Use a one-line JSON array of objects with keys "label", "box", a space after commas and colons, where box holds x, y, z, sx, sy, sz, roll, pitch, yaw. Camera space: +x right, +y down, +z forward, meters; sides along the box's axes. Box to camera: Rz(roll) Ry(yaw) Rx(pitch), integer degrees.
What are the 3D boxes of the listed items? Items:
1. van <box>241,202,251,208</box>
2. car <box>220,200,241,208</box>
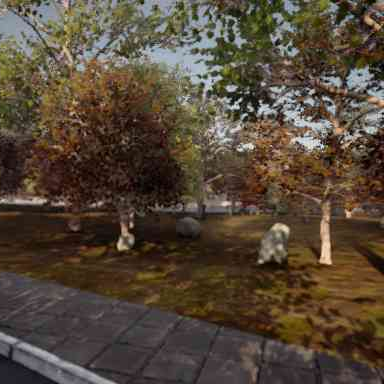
[{"label": "van", "box": [13.625, 3.429, 92.576, 1.878, 1.987, 4.442, 4, 0, 45]}, {"label": "car", "box": [9.779, 3.164, 88.712, 2.435, 2.045, 5.566, 4, 0, 45]}]
